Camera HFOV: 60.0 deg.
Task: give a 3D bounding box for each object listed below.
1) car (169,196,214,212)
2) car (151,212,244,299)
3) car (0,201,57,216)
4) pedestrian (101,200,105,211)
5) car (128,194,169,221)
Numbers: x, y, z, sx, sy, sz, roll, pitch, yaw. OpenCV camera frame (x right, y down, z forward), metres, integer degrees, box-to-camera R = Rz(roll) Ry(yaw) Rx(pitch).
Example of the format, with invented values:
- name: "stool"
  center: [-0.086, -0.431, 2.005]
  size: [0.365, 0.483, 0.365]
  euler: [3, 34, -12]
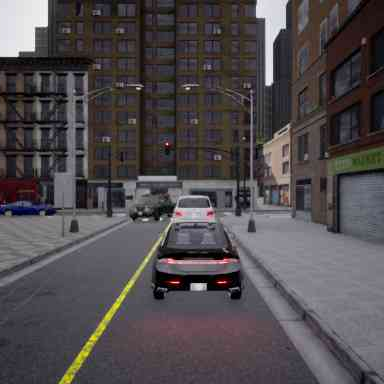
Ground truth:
- name: "car"
  center: [0.100, 1.215, 18.861]
  size: [2.150, 2.045, 5.566]
  euler: [0, 0, 0]
- name: "car"
  center: [0.101, 1.490, 8.407]
  size: [2.128, 1.511, 4.902]
  euler: [0, 0, 0]
- name: "car"
  center: [-15.472, 1.577, 31.624]
  size: [5.008, 1.535, 1.882]
  euler: [0, 0, -2]
- name: "pedestrian"
  center: [-10.156, 1.497, 37.932]
  size: [0.375, 1.300, 0.375]
  euler: [0, 0, -1]
- name: "car"
  center: [-3.194, 1.209, 26.947]
  size: [2.150, 2.045, 5.566]
  euler: [-1, 0, 13]
